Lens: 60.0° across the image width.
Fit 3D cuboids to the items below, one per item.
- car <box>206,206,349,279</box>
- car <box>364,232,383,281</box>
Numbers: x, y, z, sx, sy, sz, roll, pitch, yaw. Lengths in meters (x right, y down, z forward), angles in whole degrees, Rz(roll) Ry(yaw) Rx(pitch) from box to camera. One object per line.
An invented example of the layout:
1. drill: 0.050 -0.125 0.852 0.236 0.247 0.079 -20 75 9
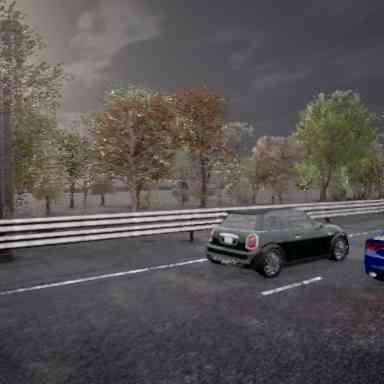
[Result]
1. car: 2.690 1.248 9.959 4.553 1.767 2.097 -1 1 -35
2. car: 6.221 1.348 8.179 5.008 1.535 1.882 0 0 -35
